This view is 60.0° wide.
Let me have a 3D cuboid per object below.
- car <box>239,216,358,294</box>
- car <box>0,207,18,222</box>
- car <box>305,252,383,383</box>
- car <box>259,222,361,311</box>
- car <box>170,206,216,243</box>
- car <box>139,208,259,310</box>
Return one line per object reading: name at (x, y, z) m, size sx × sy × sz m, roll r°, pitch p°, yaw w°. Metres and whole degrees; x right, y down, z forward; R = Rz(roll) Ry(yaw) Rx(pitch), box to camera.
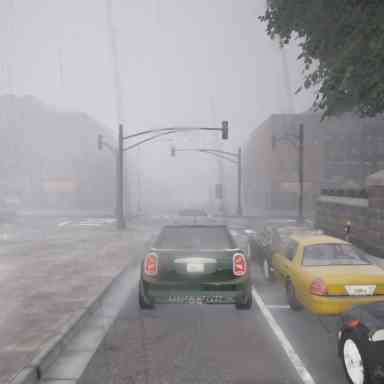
car at (2.665, 1.549, 9.579) m, size 2.008 × 1.369 × 4.403 m, roll -1°, pitch 0°, yaw 0°
car at (-14.725, 1.427, 23.081) m, size 4.892 × 1.490 × 1.837 m, roll 1°, pitch 1°, yaw 0°
car at (2.625, 1.550, 2.443) m, size 2.008 × 1.369 × 4.403 m, roll -1°, pitch 0°, yaw 0°
car at (2.685, 1.524, 7.605) m, size 1.752 × 1.417 × 4.829 m, roll -1°, pitch 0°, yaw 0°
car at (0.036, 1.556, 17.421) m, size 2.033 × 1.411 × 5.357 m, roll 0°, pitch 0°, yaw 0°
car at (0.077, 1.350, 7.986) m, size 2.097 × 1.767 × 4.553 m, roll 0°, pitch 0°, yaw 0°
